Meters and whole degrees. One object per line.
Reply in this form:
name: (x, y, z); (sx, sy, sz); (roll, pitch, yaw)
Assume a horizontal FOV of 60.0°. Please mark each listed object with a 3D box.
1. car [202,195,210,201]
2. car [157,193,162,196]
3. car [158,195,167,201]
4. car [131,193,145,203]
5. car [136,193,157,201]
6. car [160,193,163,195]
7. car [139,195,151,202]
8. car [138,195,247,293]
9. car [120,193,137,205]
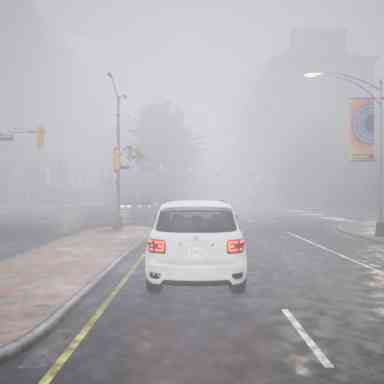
car: (3.811, 1.540, 89.859); (2.033, 1.411, 5.357); (0, 0, 0)
car: (-7.794, 1.526, 66.780); (1.812, 1.442, 4.674); (0, 0, 1)
car: (-7.702, 1.552, 86.212); (1.994, 1.385, 4.181); (0, 0, 0)
car: (-11.260, 1.225, 69.596); (2.150, 2.045, 5.566); (0, 0, 0)
car: (-7.881, 1.352, 57.896); (2.097, 1.767, 4.553); (0, 0, 0)
car: (-7.736, 1.225, 76.397); (2.150, 2.045, 5.566); (0, 0, 0)
car: (-11.224, 1.525, 80.034); (2.128, 1.511, 4.902); (0, 0, 0)
car: (0.102, 1.221, 9.012); (2.150, 2.045, 5.566); (0, 0, 0)
car: (-11.363, 1.491, 59.677); (2.128, 1.511, 4.902); (0, 0, 1)
